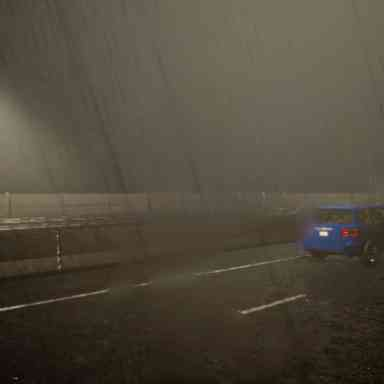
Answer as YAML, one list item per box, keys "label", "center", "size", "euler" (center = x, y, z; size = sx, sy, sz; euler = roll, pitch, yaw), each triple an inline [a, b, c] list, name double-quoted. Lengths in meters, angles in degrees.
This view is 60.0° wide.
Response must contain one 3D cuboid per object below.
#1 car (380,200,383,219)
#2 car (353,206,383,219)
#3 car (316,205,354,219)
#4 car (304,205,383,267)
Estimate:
- label: "car"
  center: [24.171, 1.951, 38.196]
  size: [5.566, 2.045, 2.150]
  euler: [0, -2, -35]
- label: "car"
  center: [21.848, 2.450, 40.826]
  size: [4.181, 1.385, 1.994]
  euler: [0, -2, -35]
- label: "car"
  center: [18.426, 2.518, 42.717]
  size: [4.902, 1.511, 2.128]
  euler: [0, -2, -35]
- label: "car"
  center: [6.664, 1.509, 12.831]
  size: [5.566, 2.045, 2.150]
  euler: [0, -2, -35]
